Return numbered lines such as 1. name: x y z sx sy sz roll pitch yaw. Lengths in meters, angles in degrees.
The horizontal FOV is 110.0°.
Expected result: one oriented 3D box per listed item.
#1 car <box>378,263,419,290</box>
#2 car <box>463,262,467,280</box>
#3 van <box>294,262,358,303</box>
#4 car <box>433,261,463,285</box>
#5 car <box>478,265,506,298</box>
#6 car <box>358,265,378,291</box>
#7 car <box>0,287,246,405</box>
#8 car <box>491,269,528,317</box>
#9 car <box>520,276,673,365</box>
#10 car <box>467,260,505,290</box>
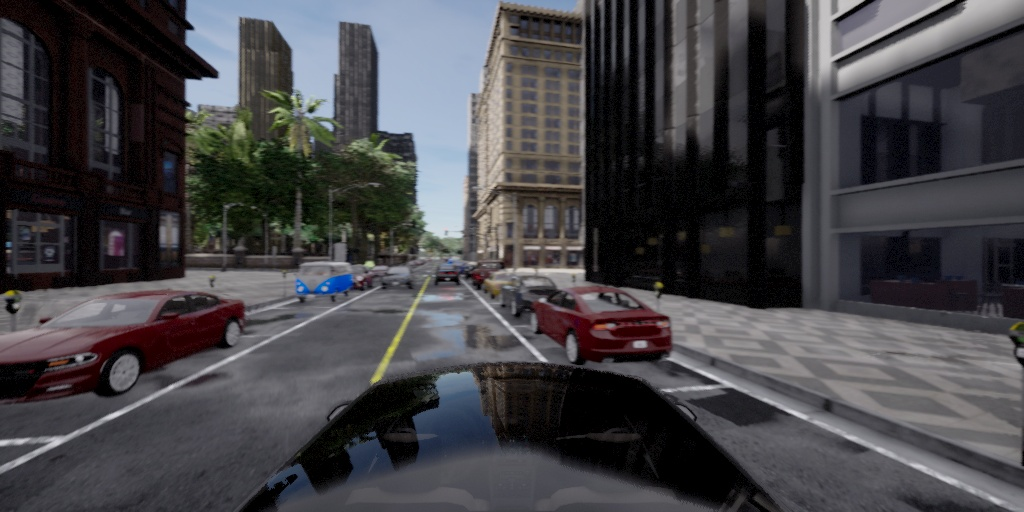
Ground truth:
1. car: -7.495 1.405 24.028 1.812 1.442 4.674 0 0 -11
2. car: -3.692 1.518 34.699 1.948 1.339 4.313 0 0 -11
3. van: -8.829 1.174 17.073 1.690 1.789 3.998 0 0 -11
4. car: -5.053 1.414 27.897 1.837 1.490 4.892 0 0 -11
5. car: -0.503 1.384 18.912 1.751 1.417 4.829 0 0 -11
6. car: -9.903 1.305 22.391 1.967 1.591 4.097 0 0 -11
7. car: -6.680 1.314 6.435 1.888 1.381 4.507 0 0 -11
8. car: 0.605 1.376 13.428 2.007 1.370 4.403 0 0 -11
9. car: 1.678 1.338 8.110 1.888 1.381 4.507 0 0 -11
10. car: -1.543 1.205 24.063 2.192 1.841 5.009 0 0 -11
